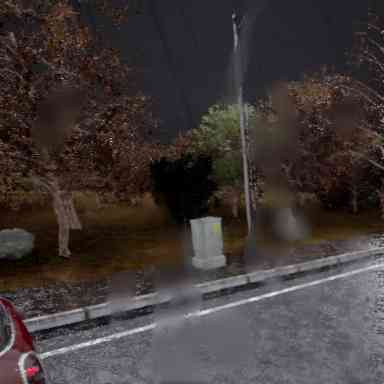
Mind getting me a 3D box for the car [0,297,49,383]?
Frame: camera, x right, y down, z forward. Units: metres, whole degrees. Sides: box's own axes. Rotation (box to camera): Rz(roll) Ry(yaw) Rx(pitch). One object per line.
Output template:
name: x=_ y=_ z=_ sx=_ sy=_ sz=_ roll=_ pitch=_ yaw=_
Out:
car: x=-3.197 y=1.356 z=1.721 sx=4.553 sy=1.767 sz=2.097 roll=0 pitch=0 yaw=-36
